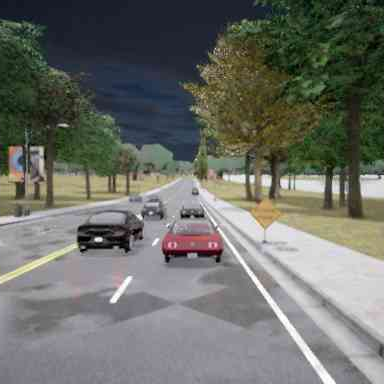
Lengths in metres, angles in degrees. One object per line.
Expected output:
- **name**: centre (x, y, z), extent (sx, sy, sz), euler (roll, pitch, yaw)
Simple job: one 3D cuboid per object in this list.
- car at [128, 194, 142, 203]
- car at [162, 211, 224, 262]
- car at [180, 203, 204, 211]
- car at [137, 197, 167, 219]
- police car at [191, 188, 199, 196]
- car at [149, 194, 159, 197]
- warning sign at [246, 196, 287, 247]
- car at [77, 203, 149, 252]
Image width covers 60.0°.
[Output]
- **car**: centre (-9.826, 1.177, 57.765), extent (1.837, 1.490, 4.892), euler (0, 1, 0)
- **car**: centre (0.038, 1.601, 12.102), extent (1.895, 1.301, 4.718), euler (0, 0, 0)
- **car**: centre (0.032, 1.550, 27.089), extent (1.895, 1.301, 4.718), euler (0, 0, 0)
- **car**: centre (-3.210, 1.468, 28.396), extent (1.812, 1.442, 4.674), euler (0, 1, 0)
- **police car**: centre (0.938, 0.228, 93.167), extent (1.930, 1.638, 5.238), euler (0, 2, 0)
- **car**: centre (-6.579, 1.176, 57.786), extent (1.837, 1.490, 4.892), euler (0, 1, 0)
- **warning sign**: centre (2.881, 1.117, 13.022), extent (1.300, 1.860, 1.060), euler (2, 2, 0)
- **car**: centre (-3.200, 1.474, 13.929), extent (1.882, 1.535, 5.008), euler (0, 0, 0)
